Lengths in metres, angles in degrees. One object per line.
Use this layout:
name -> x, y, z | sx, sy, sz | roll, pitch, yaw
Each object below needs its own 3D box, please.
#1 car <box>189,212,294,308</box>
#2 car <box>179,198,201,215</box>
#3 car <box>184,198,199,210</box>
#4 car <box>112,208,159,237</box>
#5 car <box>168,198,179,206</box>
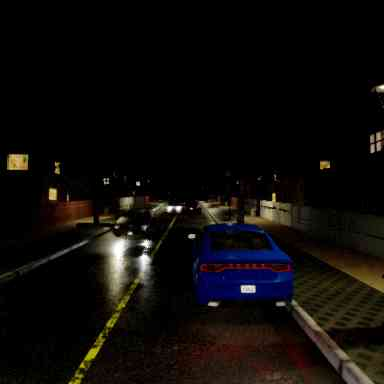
car -> 0.940, 1.487, 8.081 | 1.882, 1.535, 5.008 | 0, 0, 0
car -> -0.033, 1.609, 34.775 | 1.994, 1.385, 4.181 | 0, 0, 1
car -> -0.072, 1.565, 44.656 | 1.837, 1.490, 4.892 | 0, 0, 0
car -> -2.903, 1.568, 18.278 | 2.033, 1.411, 5.357 | 0, 0, 0
car -> -2.910, 1.678, 54.825 | 1.895, 1.301, 4.718 | 0, 0, 0
